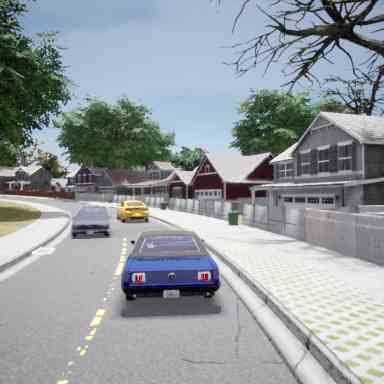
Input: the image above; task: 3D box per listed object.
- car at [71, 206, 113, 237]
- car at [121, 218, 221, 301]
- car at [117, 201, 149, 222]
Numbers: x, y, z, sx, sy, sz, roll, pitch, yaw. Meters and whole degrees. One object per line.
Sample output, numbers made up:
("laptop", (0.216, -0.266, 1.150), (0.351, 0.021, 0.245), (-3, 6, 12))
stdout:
("car", (-5.364, 1.500, 18.067), (2.033, 1.411, 5.357), (0, 0, -14))
("car", (-0.607, 1.596, 8.369), (1.895, 1.301, 4.718), (0, 0, -6))
("car", (-4.616, 1.395, 25.554), (1.882, 1.535, 5.008), (0, 0, -19))
